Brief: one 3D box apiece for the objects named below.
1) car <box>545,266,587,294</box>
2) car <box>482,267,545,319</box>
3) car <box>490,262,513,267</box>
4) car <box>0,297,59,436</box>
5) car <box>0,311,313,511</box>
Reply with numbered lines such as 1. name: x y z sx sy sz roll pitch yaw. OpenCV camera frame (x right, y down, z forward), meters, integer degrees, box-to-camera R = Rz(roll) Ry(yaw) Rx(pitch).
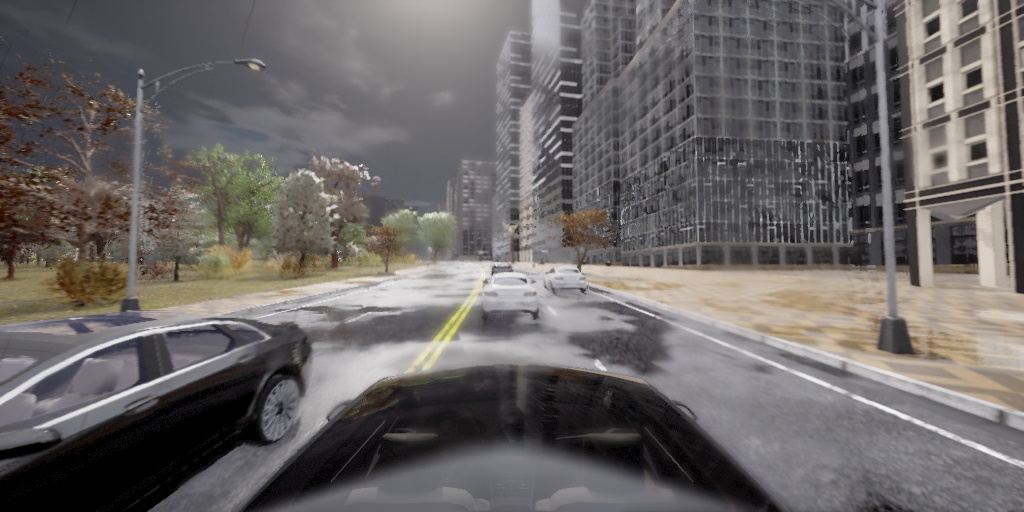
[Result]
1. car: 2.942 1.296 20.329 1.812 1.442 4.674 0 0 -2
2. car: -0.073 1.287 12.807 1.812 1.442 4.674 0 0 -1
3. car: -0.912 1.280 32.201 2.128 1.511 4.902 0 0 -3
4. car: -6.627 1.262 2.075 1.837 1.490 4.892 0 0 0
5. car: -3.380 1.246 2.468 2.128 1.511 4.902 0 0 0
